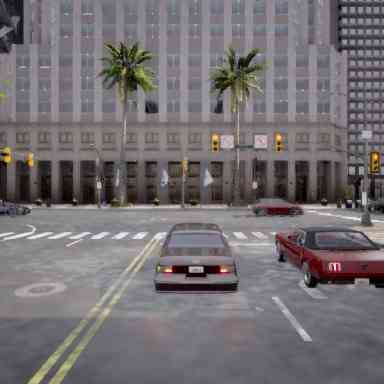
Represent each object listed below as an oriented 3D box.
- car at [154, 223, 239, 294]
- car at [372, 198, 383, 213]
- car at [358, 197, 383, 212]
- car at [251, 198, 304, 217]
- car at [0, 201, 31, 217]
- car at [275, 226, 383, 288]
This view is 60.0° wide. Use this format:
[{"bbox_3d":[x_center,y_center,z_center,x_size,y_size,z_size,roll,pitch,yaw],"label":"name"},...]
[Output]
[{"bbox_3d":[0.099,1.547,8.950,2.033,1.411,5.357,0,0,0],"label":"car"},{"bbox_3d":[21.677,1.601,34.282,4.718,1.301,1.895,0,0,0],"label":"car"},{"bbox_3d":[21.412,1.352,37.784,4.553,1.767,2.097,0,0,0],"label":"car"},{"bbox_3d":[7.863,1.352,30.652,4.553,1.767,2.097,0,0,0],"label":"car"},{"bbox_3d":[-17.239,1.564,30.696,4.181,1.385,1.994,0,0,-1],"label":"car"},{"bbox_3d":[3.646,1.601,9.216,1.895,1.301,4.718,0,0,2],"label":"car"}]
